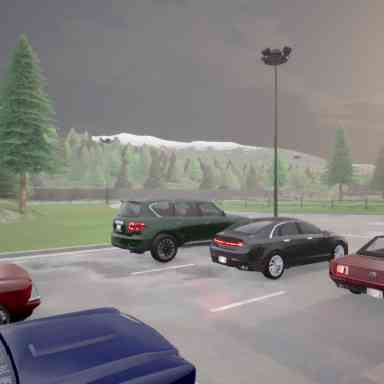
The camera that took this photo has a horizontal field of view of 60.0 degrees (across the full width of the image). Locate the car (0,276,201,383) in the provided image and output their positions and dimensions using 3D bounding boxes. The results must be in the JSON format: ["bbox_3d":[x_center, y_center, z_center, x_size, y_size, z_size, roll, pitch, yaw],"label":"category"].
[{"bbox_3d":[-2.217,1.601,2.166,4.718,1.301,1.895,0,0,-35],"label":"car"}]

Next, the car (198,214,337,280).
[{"bbox_3d":[2.774,1.505,10.036,4.892,1.490,1.837,0,0,-35],"label":"car"}]

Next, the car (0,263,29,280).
[{"bbox_3d":[-4.761,1.601,4.652,4.718,1.301,1.895,0,0,-35],"label":"car"}]

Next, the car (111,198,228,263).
[{"bbox_3d":[-0.162,1.221,12.250,5.566,2.045,2.150,0,0,-35],"label":"car"}]

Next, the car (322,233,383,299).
[{"bbox_3d":[5.236,1.601,7.487,4.718,1.301,1.895,0,0,-35],"label":"car"}]
